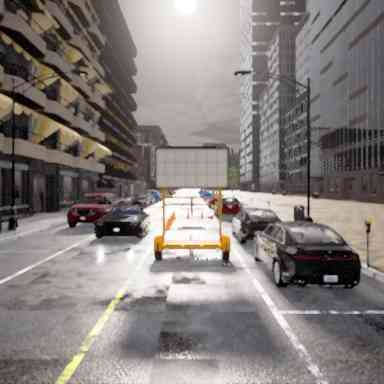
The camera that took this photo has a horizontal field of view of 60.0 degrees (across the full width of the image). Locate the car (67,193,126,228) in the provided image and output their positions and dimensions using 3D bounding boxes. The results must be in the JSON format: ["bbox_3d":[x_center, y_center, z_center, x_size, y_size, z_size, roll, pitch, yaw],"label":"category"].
[{"bbox_3d":[-5.673,1.008,19.775,2.192,1.841,5.009,1,1,0],"label":"car"}]

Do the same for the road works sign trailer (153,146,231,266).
[{"bbox_3d":[0.000,0.294,10.887,2.380,3.560,2.880,0,1,0],"label":"road works sign trailer"}]

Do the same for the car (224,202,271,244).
[{"bbox_3d":[2.703,1.329,14.208,2.008,1.369,4.403,1,1,0],"label":"car"}]

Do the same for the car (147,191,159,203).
[{"bbox_3d":[-5.675,0.902,42.055,2.008,1.369,4.403,1,1,0],"label":"car"}]

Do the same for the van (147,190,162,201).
[{"bbox_3d":[-5.671,0.608,47.622,1.690,1.788,3.998,1,1,0],"label":"van"}]

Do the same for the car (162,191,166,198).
[{"bbox_3d":[-5.673,0.710,53.023,1.752,1.417,4.829,1,1,0],"label":"car"}]

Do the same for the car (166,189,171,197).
[{"bbox_3d":[-5.672,0.563,64.331,2.008,1.369,4.403,1,1,0],"label":"car"}]

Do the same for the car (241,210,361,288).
[{"bbox_3d":[2.702,1.415,8.640,2.008,1.369,4.403,1,1,0],"label":"car"}]

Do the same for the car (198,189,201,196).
[{"bbox_3d":[2.708,0.594,64.329,1.802,1.307,4.206,1,1,0],"label":"car"}]

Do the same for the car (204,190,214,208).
[{"bbox_3d":[2.707,0.876,36.483,1.967,1.590,4.097,1,1,0],"label":"car"}]

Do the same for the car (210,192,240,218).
[{"bbox_3d":[2.705,1.047,25.344,1.967,1.590,4.097,1,1,0],"label":"car"}]

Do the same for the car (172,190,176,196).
[{"bbox_3d":[-5.667,0.074,81.035,2.192,1.841,5.009,1,1,0],"label":"car"}]

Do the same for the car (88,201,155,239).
[{"bbox_3d":[-3.098,1.321,15.574,1.994,1.385,4.181,0,1,0],"label":"car"}]

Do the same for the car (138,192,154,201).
[{"bbox_3d":[-5.675,1.002,36.487,1.947,1.339,4.313,1,1,0],"label":"car"}]

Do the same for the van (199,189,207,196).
[{"bbox_3d":[2.712,0.100,81.034,1.690,1.788,3.998,1,1,0],"label":"van"}]

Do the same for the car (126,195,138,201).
[{"bbox_3d":[-5.677,1.152,25.348,1.887,1.381,4.507,1,1,0],"label":"car"}]

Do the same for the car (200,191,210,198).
[{"bbox_3d":[2.709,0.450,70.067,1.752,1.417,4.829,1,1,0],"label":"car"}]

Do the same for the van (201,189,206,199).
[{"bbox_3d":[2.710,0.523,53.189,1.690,1.788,3.998,1,1,0],"label":"van"}]
